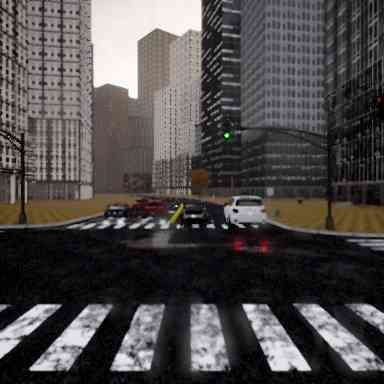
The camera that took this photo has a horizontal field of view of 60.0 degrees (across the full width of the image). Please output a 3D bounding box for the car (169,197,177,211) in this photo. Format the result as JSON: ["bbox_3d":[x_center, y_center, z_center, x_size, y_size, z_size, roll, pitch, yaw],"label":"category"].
[{"bbox_3d":[-3.326,1.596,42.963,1.837,1.490,4.892,0,1,0],"label":"car"}]

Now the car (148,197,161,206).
[{"bbox_3d":[-6.676,1.622,59.915,1.837,1.490,4.892,0,0,-1],"label":"car"}]

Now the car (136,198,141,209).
[{"bbox_3d":[-6.573,1.576,43.556,1.882,1.535,5.008,0,1,0],"label":"car"}]

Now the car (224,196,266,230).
[{"bbox_3d":[3.364,1.281,21.841,2.150,2.045,5.566,0,0,0],"label":"car"}]

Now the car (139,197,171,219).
[{"bbox_3d":[-3.333,1.555,30.578,1.882,1.535,5.008,0,0,0],"label":"car"}]

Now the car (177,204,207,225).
[{"bbox_3d":[0.105,1.630,24.771,1.994,1.385,4.181,0,0,0],"label":"car"}]

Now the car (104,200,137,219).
[{"bbox_3d":[-6.585,1.641,30.316,1.994,1.385,4.181,0,0,0],"label":"car"}]

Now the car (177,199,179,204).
[{"bbox_3d":[-3.425,1.623,59.801,1.837,1.490,4.892,0,0,-1],"label":"car"}]
